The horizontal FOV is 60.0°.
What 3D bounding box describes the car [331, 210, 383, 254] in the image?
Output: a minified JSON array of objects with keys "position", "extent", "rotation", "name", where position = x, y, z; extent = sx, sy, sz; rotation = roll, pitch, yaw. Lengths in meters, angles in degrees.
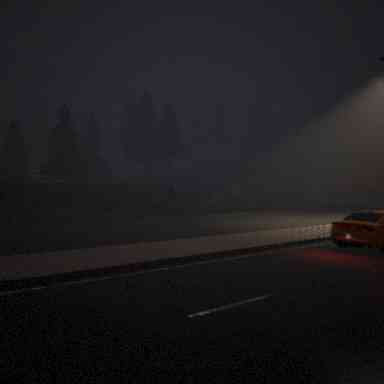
[{"position":[7.695,1.477,13.535],"extent":[5.008,1.535,1.882],"rotation":[0,0,-36],"name":"car"}]
